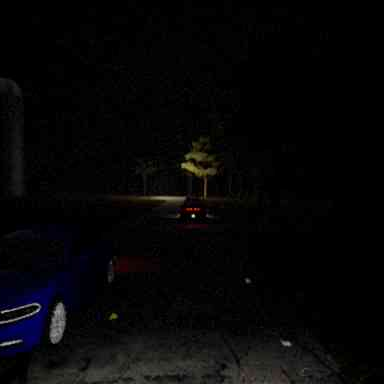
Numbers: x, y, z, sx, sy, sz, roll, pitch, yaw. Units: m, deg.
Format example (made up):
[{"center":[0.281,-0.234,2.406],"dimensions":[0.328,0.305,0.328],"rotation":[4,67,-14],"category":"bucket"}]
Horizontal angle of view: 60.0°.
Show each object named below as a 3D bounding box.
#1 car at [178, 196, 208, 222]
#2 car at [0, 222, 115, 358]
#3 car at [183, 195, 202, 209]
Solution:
[{"center":[0.083,1.320,24.549],"dimensions":[1.837,1.490,4.892],"rotation":[0,1,0],"category":"car"},{"center":[-2.834,1.429,6.353],"dimensions":[1.882,1.535,5.008],"rotation":[0,0,0],"category":"car"},{"center":[0.068,1.178,41.304],"dimensions":[2.128,1.511,4.902],"rotation":[0,0,0],"category":"car"}]
